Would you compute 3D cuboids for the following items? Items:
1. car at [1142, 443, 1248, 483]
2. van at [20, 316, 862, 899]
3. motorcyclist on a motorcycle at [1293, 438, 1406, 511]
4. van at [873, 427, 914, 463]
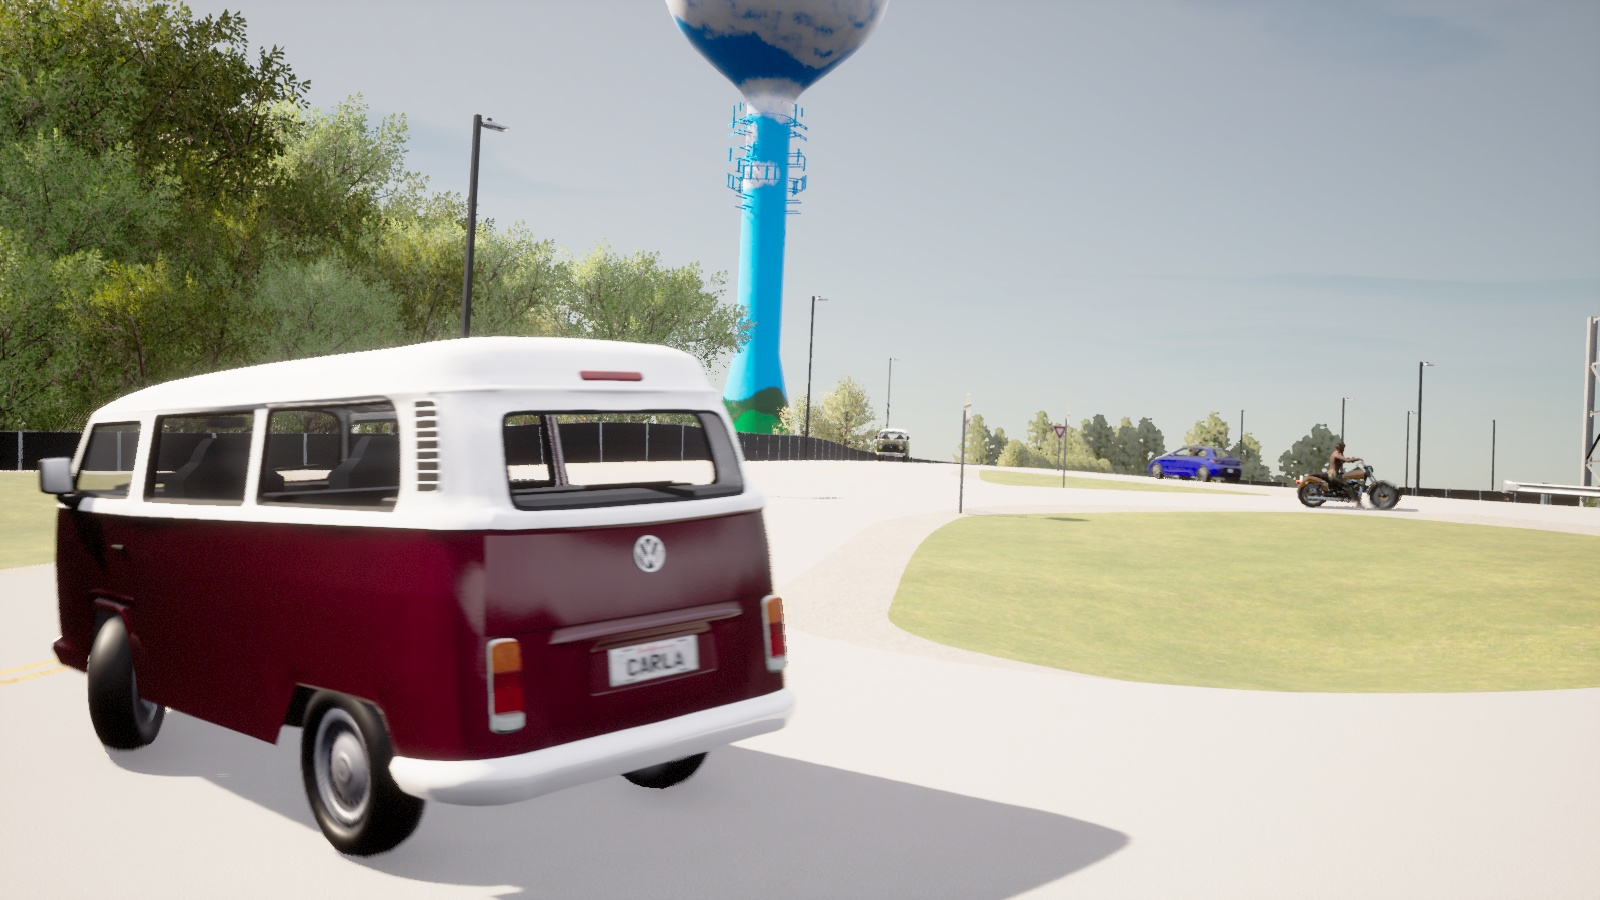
[{"bbox_3d":[16.469,0.514,52.576,1.816,1.474,4.193,3,0,-26],"label":"car"},{"bbox_3d":[-2.086,0.570,6.386,4.480,2.038,2.069,-1,1,44],"label":"van"},{"bbox_3d":[13.278,0.577,30.397,2.350,1.649,0.766,2,1,9],"label":"motorcyclist on a motorcycle"},{"bbox_3d":[5.703,-0.319,76.375,2.069,2.038,4.480,2,1,9],"label":"van"}]
